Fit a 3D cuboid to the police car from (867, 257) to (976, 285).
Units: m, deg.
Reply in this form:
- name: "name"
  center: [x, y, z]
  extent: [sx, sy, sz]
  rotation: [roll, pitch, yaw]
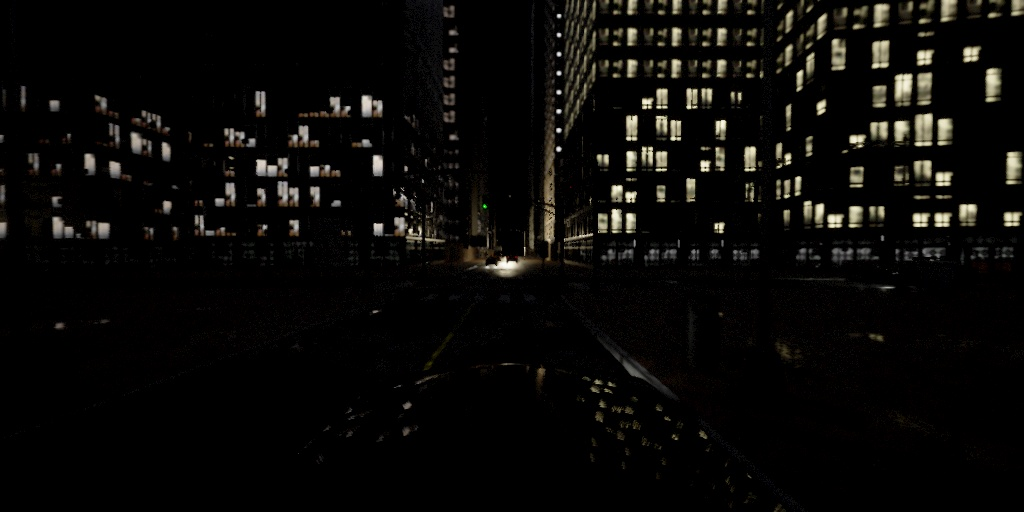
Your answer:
- name: "police car"
  center: [25.437, 0.913, 22.445]
  extent: [5.238, 1.638, 1.930]
  rotation: [0, 1, 6]

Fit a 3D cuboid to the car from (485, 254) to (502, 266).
- name: "car"
  center: [-3.034, 0.810, 54.417]
  extent: [2.033, 1.411, 5.357]
  rotation: [0, 1, 1]
